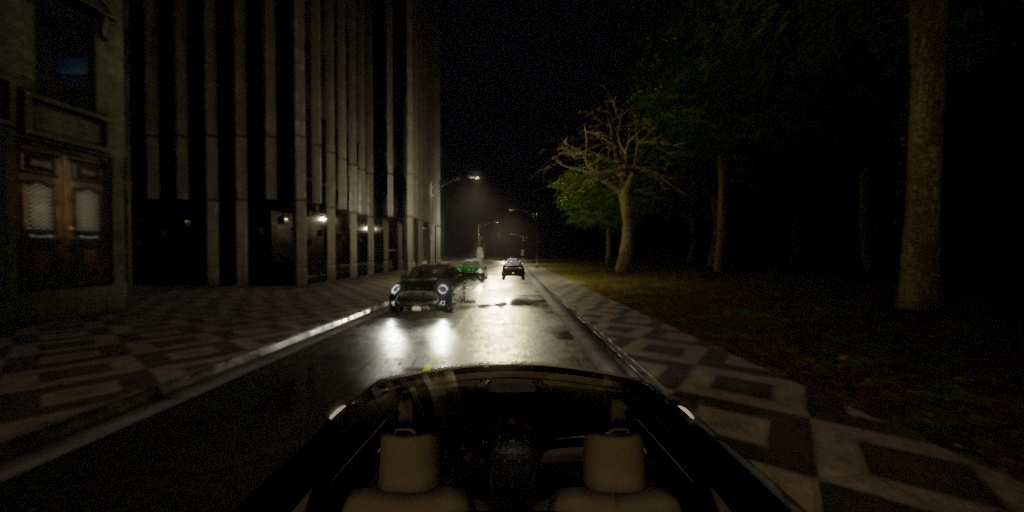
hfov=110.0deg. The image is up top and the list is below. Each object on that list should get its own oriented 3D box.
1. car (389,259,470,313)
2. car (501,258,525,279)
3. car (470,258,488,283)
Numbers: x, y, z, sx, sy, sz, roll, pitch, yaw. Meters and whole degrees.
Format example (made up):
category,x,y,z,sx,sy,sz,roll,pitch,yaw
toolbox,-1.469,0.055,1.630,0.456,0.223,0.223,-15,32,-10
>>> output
category,x,y,z,sx,sy,sz,roll,pitch,yaw
car,-3.050,1.084,13.760,2.097,1.767,4.553,0,0,1
car,0.104,1.143,30.769,2.128,1.511,4.902,0,0,0
car,-2.994,1.026,27.173,2.097,1.767,4.553,0,0,0
